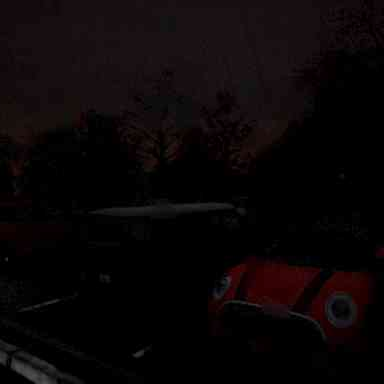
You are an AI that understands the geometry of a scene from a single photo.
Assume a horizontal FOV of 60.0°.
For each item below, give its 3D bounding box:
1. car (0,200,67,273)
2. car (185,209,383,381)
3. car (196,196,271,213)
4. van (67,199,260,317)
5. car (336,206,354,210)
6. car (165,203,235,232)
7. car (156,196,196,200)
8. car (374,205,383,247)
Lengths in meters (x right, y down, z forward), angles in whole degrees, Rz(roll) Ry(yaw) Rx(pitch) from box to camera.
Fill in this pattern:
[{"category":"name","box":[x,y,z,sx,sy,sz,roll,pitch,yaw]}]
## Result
[{"category":"car","box":[-5.406,1.283,11.120,2.435,2.045,5.566,-1,0,35]},{"category":"car","box":[2.142,1.351,5.808,2.185,1.767,4.553,0,0,35]},{"category":"car","box":[2.961,1.268,20.170,2.435,2.045,5.566,-1,-1,35]},{"category":"van","box":[-0.291,1.264,7.628,1.878,1.987,4.442,0,0,35]},{"category":"car","box":[7.758,1.481,17.049,1.946,1.575,5.366,0,0,35]},{"category":"car","box":[0.686,1.552,21.786,2.231,1.521,4.892,-1,-1,35]},{"category":"car","box":[-1.517,1.334,23.298,2.435,2.045,5.566,-1,-1,35]},{"category":"car","box":[9.932,1.475,15.515,1.946,1.575,5.366,0,0,35]}]
